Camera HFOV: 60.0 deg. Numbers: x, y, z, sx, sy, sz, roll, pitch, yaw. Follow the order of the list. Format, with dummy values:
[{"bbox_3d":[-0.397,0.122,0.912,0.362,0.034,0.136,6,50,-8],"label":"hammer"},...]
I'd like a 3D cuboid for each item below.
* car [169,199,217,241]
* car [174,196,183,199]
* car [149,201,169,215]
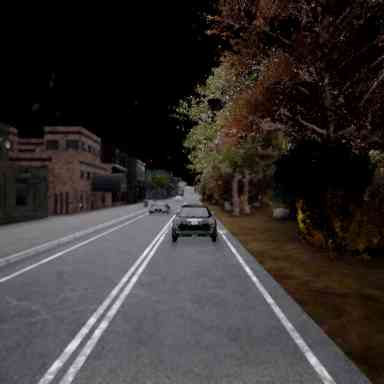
[{"bbox_3d":[0.116,1.403,17.111,2.097,1.767,4.553,0,0,0],"label":"car"},{"bbox_3d":[-3.125,1.590,76.882,1.812,1.442,4.674,0,0,0],"label":"car"},{"bbox_3d":[-3.295,1.674,34.618,1.994,1.385,4.181,0,0,0],"label":"car"}]
